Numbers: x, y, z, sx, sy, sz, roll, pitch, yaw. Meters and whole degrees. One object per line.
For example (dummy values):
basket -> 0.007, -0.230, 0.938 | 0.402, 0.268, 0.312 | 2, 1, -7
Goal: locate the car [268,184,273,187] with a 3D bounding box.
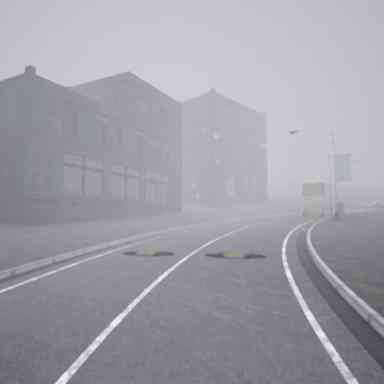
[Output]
car -> 17.088, -1.610, 79.814 | 4.553, 1.767, 2.185 | 0, -5, -4

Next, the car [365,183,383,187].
car -> 44.529, -1.338, 82.302 | 5.008, 1.535, 2.097 | 1, -5, -7

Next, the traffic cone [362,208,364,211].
traffic cone -> 23.158, 2.312, 45.003 | 0.340, 0.580, 0.340 | 1, -5, -45

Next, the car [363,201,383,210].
car -> 29.102, 2.127, 52.732 | 4.674, 1.442, 1.812 | 0, -5, -28

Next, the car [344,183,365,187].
car -> 39.020, -1.362, 81.638 | 4.674, 1.452, 2.002 | 1, -5, -6

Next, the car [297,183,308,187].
car -> 27.996, -1.470, 80.659 | 4.892, 1.521, 2.231 | 0, -5, -4

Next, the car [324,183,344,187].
car -> 33.499, -1.450, 81.098 | 4.892, 1.521, 2.231 | 0, -5, -5

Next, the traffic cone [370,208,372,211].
traffic cone -> 23.859, 2.239, 44.297 | 0.340, 0.580, 0.340 | 1, -5, -45

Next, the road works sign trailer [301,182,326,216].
road works sign trailer -> 13.439, 0.817, 36.480 | 2.380, 3.560, 2.880 | -4, -3, 40
